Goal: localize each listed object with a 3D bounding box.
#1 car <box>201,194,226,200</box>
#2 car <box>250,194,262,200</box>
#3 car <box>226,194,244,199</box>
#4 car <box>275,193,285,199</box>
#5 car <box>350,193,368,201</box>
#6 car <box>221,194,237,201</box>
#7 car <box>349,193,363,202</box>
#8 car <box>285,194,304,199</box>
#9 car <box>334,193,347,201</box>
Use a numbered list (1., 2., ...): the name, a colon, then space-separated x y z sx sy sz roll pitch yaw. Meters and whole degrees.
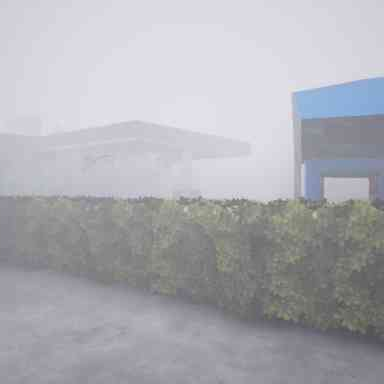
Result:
1. car: 3.722 1.361 58.767 1.970 1.475 3.806 0 0 35
2. car: 15.765 1.232 81.532 1.970 1.475 3.806 0 0 35
3. car: 8.588 1.097 65.711 1.932 1.855 4.605 0 0 35
4. car: 21.191 1.154 78.090 2.152 1.636 5.027 0 0 35
5. car: 26.480 1.320 52.130 1.845 1.501 3.633 0 0 35
6. car: 8.704 1.298 77.893 2.007 1.523 4.514 0 0 35
7. car: 34.246 1.097 69.359 1.932 1.855 4.605 0 0 35
8. car: 18.347 1.298 57.936 2.007 1.523 4.514 0 0 35
9. car: 31.636 1.077 70.700 1.905 1.878 3.866 0 0 35
